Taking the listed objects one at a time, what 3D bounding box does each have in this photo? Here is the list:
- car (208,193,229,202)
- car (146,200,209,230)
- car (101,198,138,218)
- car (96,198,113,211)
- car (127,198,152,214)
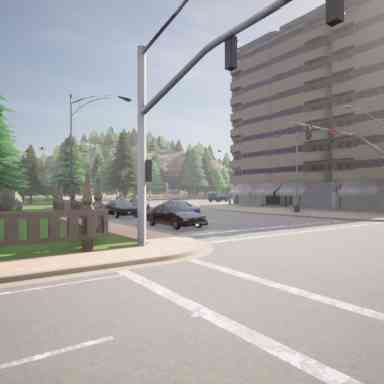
[{"bbox_3d":[5.673,1.170,71.184,2.150,2.045,5.566,0,0,40],"label":"car"},{"bbox_3d":[-1.197,1.492,21.118,2.033,1.411,5.357,0,0,-34],"label":"car"},{"bbox_3d":[-6.291,1.422,29.448,1.882,1.535,5.008,0,0,-28],"label":"car"},{"bbox_3d":[-10.523,1.470,40.230,1.812,1.442,4.674,0,0,-13],"label":"car"},{"bbox_3d":[-5.826,1.448,36.490,1.837,1.490,4.892,0,0,-20],"label":"car"}]
